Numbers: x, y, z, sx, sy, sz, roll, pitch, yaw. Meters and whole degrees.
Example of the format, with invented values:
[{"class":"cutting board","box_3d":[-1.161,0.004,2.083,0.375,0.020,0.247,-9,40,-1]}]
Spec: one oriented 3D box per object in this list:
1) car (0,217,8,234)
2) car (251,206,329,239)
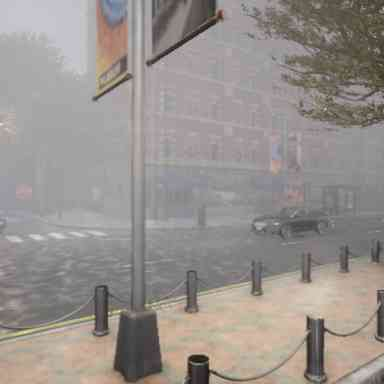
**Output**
[{"class":"car","box_3d":[-11.721,1.602,17.973,4.718,1.301,1.895,0,0,44]},{"class":"car","box_3d":[5.250,1.511,17.570,4.902,1.511,2.128,0,0,-35]}]
